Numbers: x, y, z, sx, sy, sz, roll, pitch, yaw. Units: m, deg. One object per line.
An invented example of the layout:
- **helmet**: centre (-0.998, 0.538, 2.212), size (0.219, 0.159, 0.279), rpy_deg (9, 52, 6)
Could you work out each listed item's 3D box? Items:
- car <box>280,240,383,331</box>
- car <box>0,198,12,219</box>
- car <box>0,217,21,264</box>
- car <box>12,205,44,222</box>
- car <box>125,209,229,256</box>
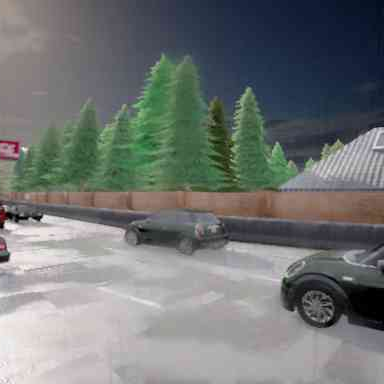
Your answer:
- **car**: centre (3.861, 1.438, 5.590), size (4.553, 1.767, 2.097), rpy_deg (0, -1, 37)
- **car**: centre (-13.887, 1.294, 21.680), size (2.150, 2.045, 5.566), rpy_deg (1, -1, -43)
- **car**: centre (-7.563, 1.578, 10.525), size (5.357, 1.411, 2.033), rpy_deg (0, -1, 42)
- **car**: centre (-13.530, 1.718, 26.473), size (1.895, 1.301, 4.718), rpy_deg (1, -1, -42)
- **car**: centre (-0.785, 1.470, 13.933), size (4.553, 1.767, 2.097), rpy_deg (0, -1, 41)
